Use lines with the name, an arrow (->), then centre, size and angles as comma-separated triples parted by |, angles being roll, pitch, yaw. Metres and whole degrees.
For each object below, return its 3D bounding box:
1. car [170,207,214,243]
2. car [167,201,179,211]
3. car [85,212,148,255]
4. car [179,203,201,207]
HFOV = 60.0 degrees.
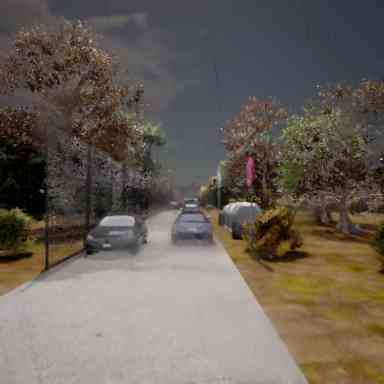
car -> 0.010, 1.652, 16.725 | 1.994, 1.385, 4.181 | 0, -1, 0
car -> -3.043, 2.305, 55.328 | 1.882, 1.535, 5.008 | 0, -2, 0
car -> -2.915, 1.589, 13.685 | 1.812, 1.442, 4.674 | 0, 0, 0
car -> -0.079, 1.856, 34.247 | 1.812, 1.442, 4.674 | 0, -1, 0
